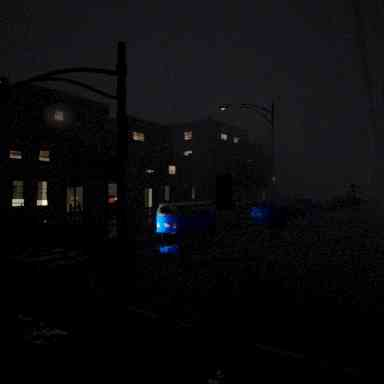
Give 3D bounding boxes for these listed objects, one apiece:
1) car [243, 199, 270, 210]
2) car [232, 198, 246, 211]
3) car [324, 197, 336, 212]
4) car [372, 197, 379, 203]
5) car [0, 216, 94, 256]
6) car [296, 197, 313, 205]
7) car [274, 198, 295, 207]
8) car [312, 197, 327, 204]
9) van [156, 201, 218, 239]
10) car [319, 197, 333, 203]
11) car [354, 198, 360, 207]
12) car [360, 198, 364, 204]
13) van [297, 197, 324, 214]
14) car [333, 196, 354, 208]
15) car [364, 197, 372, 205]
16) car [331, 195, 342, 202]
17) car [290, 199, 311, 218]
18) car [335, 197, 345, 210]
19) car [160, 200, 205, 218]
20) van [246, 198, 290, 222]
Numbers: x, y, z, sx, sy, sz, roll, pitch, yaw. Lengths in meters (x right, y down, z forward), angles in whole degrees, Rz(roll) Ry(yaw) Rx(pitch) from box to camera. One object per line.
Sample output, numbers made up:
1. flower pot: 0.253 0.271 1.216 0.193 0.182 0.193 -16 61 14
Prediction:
1. car: 8.800 1.628 45.114 1.887 1.381 4.507 0 0 35
2. car: 5.636 1.506 40.590 1.967 1.590 4.097 0 0 35
3. car: 15.755 1.671 40.435 1.752 1.417 4.829 0 0 35
4. car: 44.141 1.899 81.018 1.947 1.339 4.313 0 0 35
5. car: -6.458 1.630 13.408 1.895 1.301 4.718 1 0 43
6. car: 21.459 1.705 63.212 1.887 1.381 4.507 0 0 35
7. car: 15.130 1.665 54.163 1.887 1.381 4.507 0 0 35
8. car: 27.691 1.728 72.122 1.752 1.417 4.829 0 0 35
9. van: -0.167 1.406 17.672 1.690 1.788 3.998 0 0 35
10. car: 30.953 1.792 76.787 1.947 1.339 4.313 0 0 35
11. car: 25.153 1.516 53.871 2.192 1.841 5.009 0 0 35
12. car: 28.414 1.748 58.534 1.752 1.417 4.829 0 0 35
13. van: 12.493 1.469 35.771 1.690 1.788 3.998 0 0 35
14. car: 21.988 1.497 49.346 2.192 1.841 5.009 0 0 35
15. car: 34.646 1.809 67.444 1.887 1.381 4.507 0 0 35
16. car: 37.284 1.712 85.836 1.967 1.590 4.097 0 0 35
17. car: 9.327 1.655 31.245 1.887 1.381 4.507 0 0 35
18. car: 18.821 1.729 44.820 1.947 1.339 4.313 0 0 35
19. car: -0.792 1.558 31.400 1.752 1.417 4.829 0 0 35
20. van: 6.163 1.436 26.722 1.690 1.788 3.998 0 0 35
